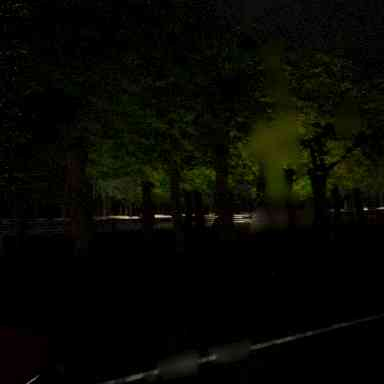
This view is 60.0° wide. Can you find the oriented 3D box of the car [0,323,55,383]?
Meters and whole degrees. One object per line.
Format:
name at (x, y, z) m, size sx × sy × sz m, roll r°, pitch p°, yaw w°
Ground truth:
car at (-3.773, 1.747, 2.575) m, size 5.008 × 1.535 × 1.882 m, roll 0°, pitch -3°, yaw -26°
